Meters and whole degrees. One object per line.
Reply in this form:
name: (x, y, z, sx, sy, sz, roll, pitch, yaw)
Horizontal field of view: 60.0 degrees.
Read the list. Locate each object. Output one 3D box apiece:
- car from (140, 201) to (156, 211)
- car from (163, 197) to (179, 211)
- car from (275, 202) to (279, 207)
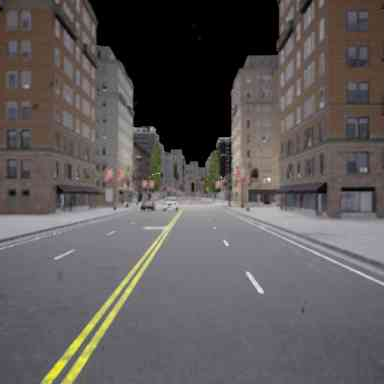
car: (-6.530, 2.047, 49.967, 1.882, 1.535, 5.008, 0, -1, 1)
car: (-3.263, 1.806, 51.334, 2.150, 2.045, 5.566, 0, -1, 0)
car: (18.906, 2.184, 67.287, 4.097, 1.590, 1.967, 0, 0, 0)
